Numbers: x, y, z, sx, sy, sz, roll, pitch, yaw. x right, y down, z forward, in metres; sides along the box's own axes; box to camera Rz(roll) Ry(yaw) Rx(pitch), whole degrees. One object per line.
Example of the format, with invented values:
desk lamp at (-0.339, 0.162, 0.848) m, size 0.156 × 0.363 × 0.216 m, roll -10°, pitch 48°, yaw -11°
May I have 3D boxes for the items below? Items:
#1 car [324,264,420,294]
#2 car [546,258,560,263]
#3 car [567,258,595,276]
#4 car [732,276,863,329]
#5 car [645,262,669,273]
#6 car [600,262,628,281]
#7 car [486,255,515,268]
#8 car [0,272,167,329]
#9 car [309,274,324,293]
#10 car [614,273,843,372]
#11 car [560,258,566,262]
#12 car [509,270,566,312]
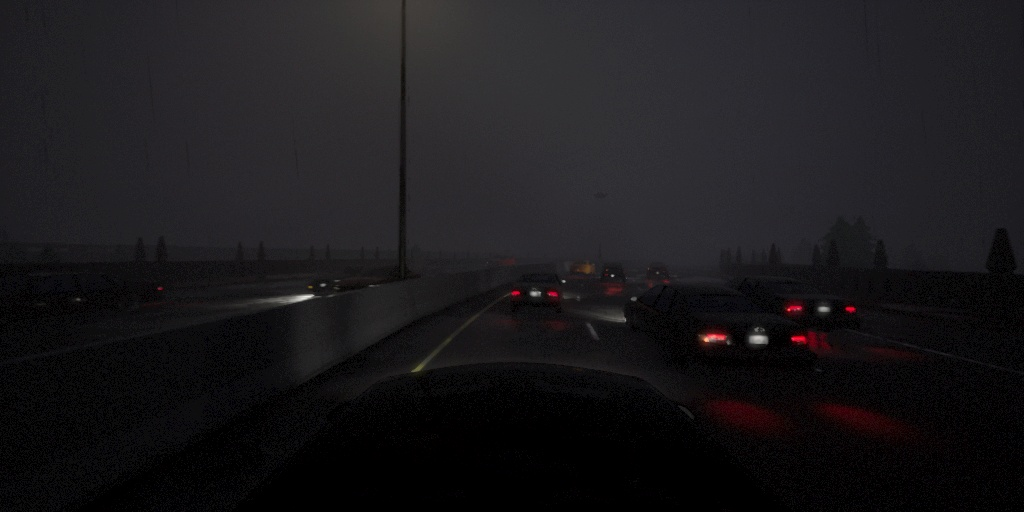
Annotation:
car at (-5.806, 1.152, 16.095) m, size 1.882 × 1.535 × 5.008 m, roll 0°, pitch 0°, yaw 9°
car at (7.271, 1.121, 59.021) m, size 2.128 × 1.511 × 4.902 m, roll 0°, pitch 0°, yaw 34°
car at (7.203, 1.172, 36.333) m, size 1.882 × 1.535 × 5.008 m, roll 0°, pitch 0°, yaw 22°
car at (7.728, 1.318, 11.031) m, size 2.033 × 1.411 × 5.357 m, roll 0°, pitch 0°, yaw 7°
car at (13.513, 1.267, 33.360) m, size 1.812 × 1.442 × 4.674 m, roll 0°, pitch 0°, yaw 21°
car at (8.248, 1.227, 29.069) m, size 1.837 × 1.490 × 4.892 m, roll 0°, pitch 0°, yaw 18°
car at (-1.560, 0.823, 51.021) m, size 2.150 × 2.045 × 5.566 m, roll 0°, pitch 0°, yaw 28°
car at (-13.565, 1.190, 10.526) m, size 2.033 × 1.411 × 5.357 m, roll 0°, pitch 0°, yaw 5°
car at (-8.785, 1.211, 19.315) m, size 1.994 × 1.385 × 4.181 m, roll 0°, pitch 0°, yaw 11°
car at (3.908, 1.304, 7.902) m, size 2.033 × 1.411 × 5.357 m, roll 0°, pitch 0°, yaw 5°
car at (9.858, 1.131, 56.605) m, size 1.882 × 1.535 × 5.008 m, roll 0°, pitch 0°, yaw 34°
car at (1.077, 1.269, 14.031) m, size 2.033 × 1.411 × 5.357 m, roll 0°, pitch 0°, yaw 8°
